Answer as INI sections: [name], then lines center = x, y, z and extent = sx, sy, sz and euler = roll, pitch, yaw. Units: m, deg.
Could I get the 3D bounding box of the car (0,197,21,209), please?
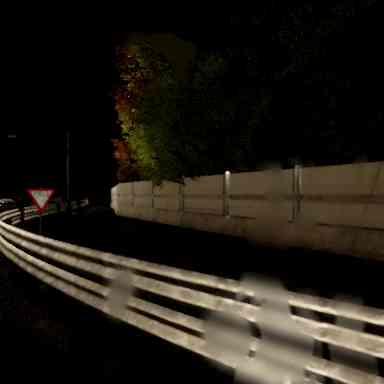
[car]
center = -28.674, 1.821, 51.558
extent = 2.128, 1.511, 4.902
euler = 0, 0, -14
